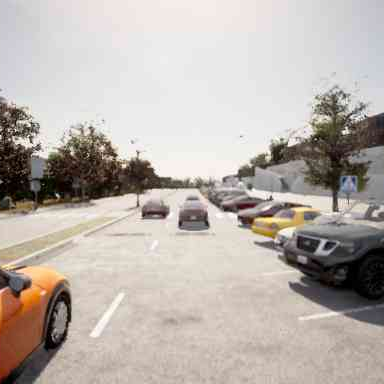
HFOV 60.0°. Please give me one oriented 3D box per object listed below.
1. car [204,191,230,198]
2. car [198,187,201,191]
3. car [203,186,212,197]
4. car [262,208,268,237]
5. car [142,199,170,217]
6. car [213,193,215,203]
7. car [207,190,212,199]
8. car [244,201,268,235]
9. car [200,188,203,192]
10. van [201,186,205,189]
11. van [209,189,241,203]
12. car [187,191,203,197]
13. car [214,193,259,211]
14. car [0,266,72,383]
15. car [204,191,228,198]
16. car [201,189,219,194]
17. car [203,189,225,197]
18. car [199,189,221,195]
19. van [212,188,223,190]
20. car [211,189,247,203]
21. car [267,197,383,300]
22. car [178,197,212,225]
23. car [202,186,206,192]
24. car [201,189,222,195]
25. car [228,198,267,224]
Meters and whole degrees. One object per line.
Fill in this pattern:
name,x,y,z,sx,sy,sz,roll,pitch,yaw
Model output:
car,5.075,0.535,68.196,4.792,1.488,2.163,0,1,-20
car,4.871,0.106,83.032,5.366,1.575,1.946,0,2,-20
car,5.034,0.621,47.273,5.566,2.045,2.435,0,1,-20
car,5.071,1.424,11.345,4.674,1.452,2.002,1,1,-20
car,-2.909,1.236,27.233,1.994,1.385,4.181,0,1,0
car,5.055,1.085,35.363,4.674,1.452,2.002,0,1,-20
car,5.051,0.916,44.309,4.892,1.521,2.231,1,1,-20
car,5.238,1.345,14.417,5.366,1.575,1.946,1,0,-20
car,4.878,0.564,65.127,5.366,1.575,1.946,0,2,-20
van,4.942,0.134,74.092,4.442,1.987,1.878,0,2,-20
van,4.950,0.602,50.227,4.442,1.987,1.878,0,1,-20
car,0.082,0.998,41.055,1.812,1.442,4.674,0,1,0
car,5.035,1.118,32.345,4.792,1.488,2.163,0,1,-20
car,-2.902,1.327,3.310,2.097,1.767,4.553,0,1,0
car,5.043,0.473,71.168,4.674,1.452,2.002,0,1,-20
car,5.038,-0.109,92.044,4.674,1.452,2.002,0,1,-20
car,5.019,0.153,77.121,4.553,1.767,2.185,0,1,-20
car,4.870,-0.069,88.996,5.366,1.575,1.946,0,2,-20
van,5.169,0.734,41.366,4.442,1.987,1.878,0,1,-20
car,5.031,0.876,38.333,4.553,1.767,2.185,0,1,-20
car,5.045,1.169,8.322,5.566,2.045,2.435,1,1,-20
car,0.092,1.282,21.466,1.812,1.442,4.674,0,1,0
car,5.083,0.534,53.269,5.566,2.045,2.435,0,1,-20
car,5.070,0.052,86.094,4.792,1.488,2.163,0,2,-20
car,5.038,1.292,20.340,4.792,1.488,2.163,1,1,-20
